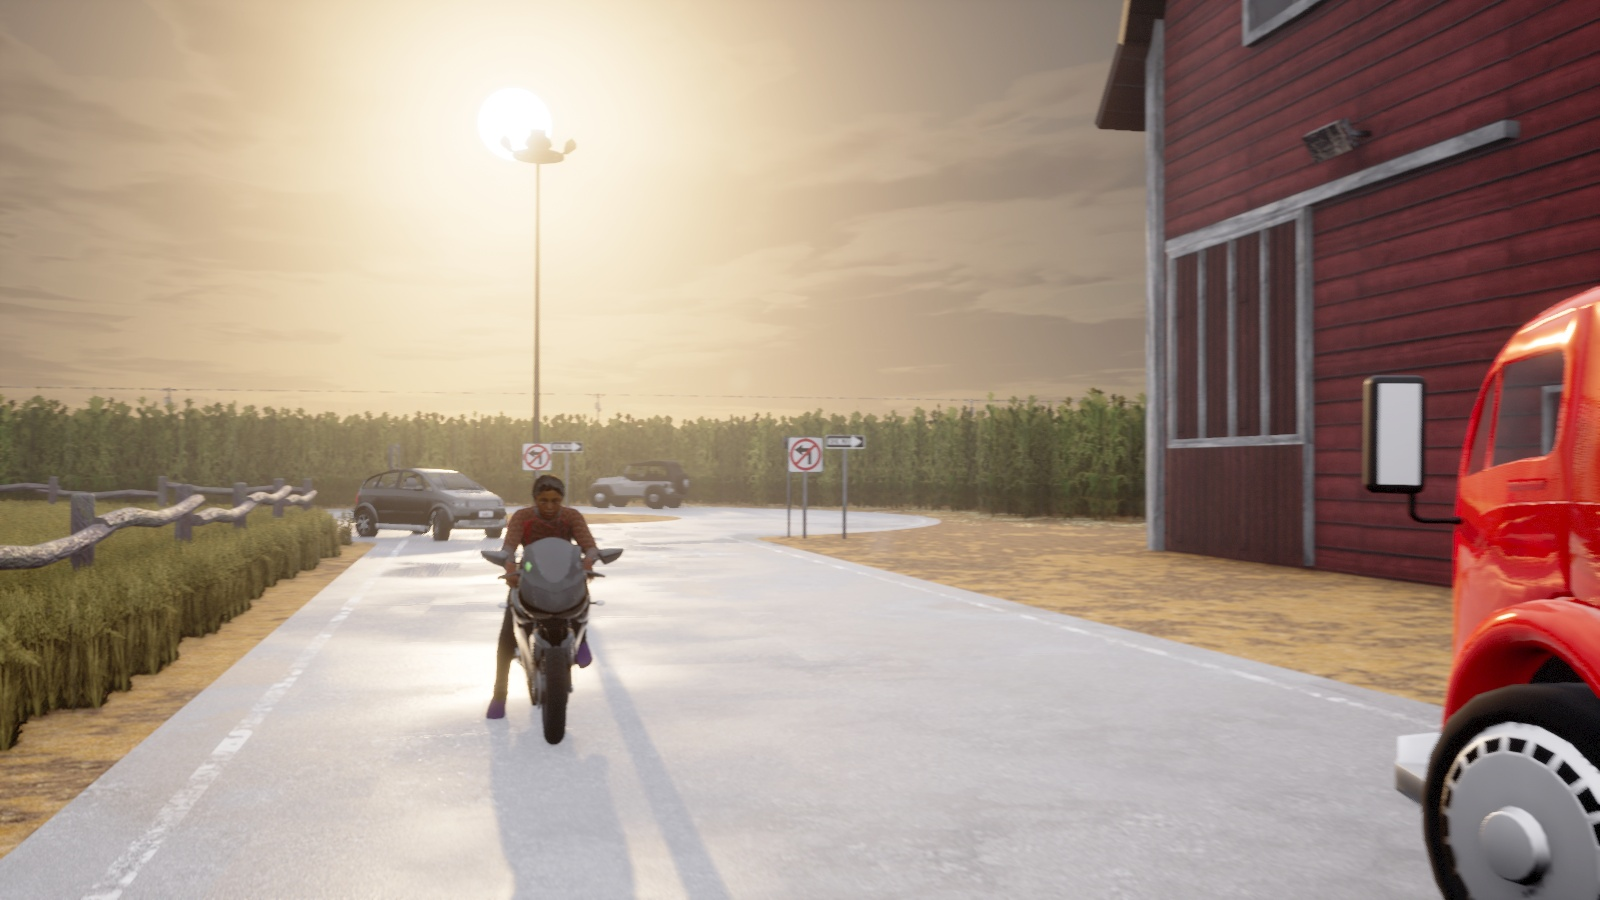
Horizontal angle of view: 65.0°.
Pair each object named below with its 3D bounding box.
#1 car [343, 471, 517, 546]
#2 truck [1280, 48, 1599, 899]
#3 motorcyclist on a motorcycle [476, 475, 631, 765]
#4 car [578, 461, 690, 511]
[{"bbox_3d":[-8.205,1.256,27.776,3.705,1.549,1.789,-1,-2,36],"label":"car"},{"bbox_3d":[3.055,0.343,2.331,2.627,2.467,5.204,0,-1,4],"label":"truck"},{"bbox_3d":[-1.573,0.920,7.741,0.797,1.523,2.044,0,-1,-15],"label":"motorcyclist on a motorcycle"},{"bbox_3d":[-6.441,1.385,48.887,3.866,1.878,1.905,-1,-1,17],"label":"car"}]
